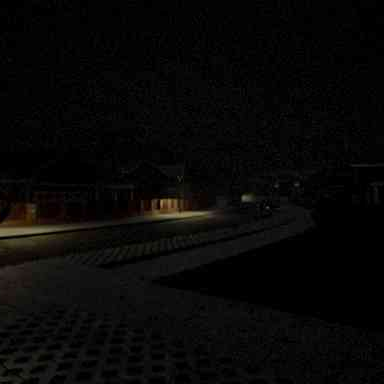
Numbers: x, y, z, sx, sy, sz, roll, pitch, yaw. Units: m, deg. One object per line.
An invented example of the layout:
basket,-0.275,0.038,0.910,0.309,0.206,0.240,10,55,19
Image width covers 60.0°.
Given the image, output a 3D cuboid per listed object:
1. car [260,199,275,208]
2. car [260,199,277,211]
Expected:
car,12.022,1.777,53.383,1.895,1.301,4.718,0,0,8
car,9.895,1.652,43.208,1.837,1.490,4.892,0,0,15
